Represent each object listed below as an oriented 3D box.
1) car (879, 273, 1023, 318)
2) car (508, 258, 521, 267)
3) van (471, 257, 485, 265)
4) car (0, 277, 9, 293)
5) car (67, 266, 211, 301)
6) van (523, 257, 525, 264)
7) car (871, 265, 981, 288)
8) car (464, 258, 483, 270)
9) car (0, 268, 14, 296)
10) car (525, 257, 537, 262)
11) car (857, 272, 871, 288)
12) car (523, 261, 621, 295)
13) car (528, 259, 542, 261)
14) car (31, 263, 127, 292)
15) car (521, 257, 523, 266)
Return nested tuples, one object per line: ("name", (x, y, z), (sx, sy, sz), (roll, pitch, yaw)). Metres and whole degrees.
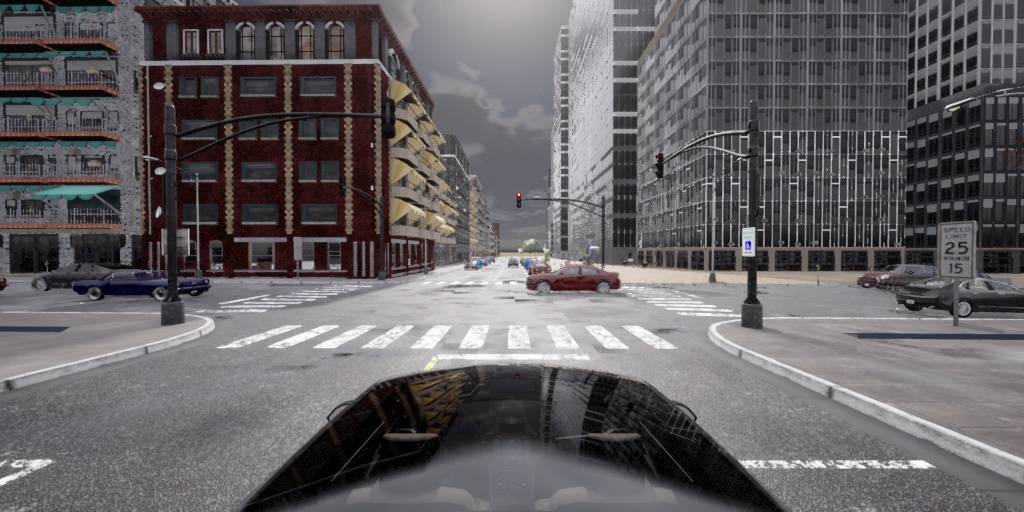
("car", (16.740, 1.445, 13.076), (4.403, 1.370, 2.007), (0, 0, 1))
("car", (0.240, 1.281, 64.056), (1.895, 1.301, 4.718), (0, 0, 0))
("van", (-5.570, 1.036, 55.984), (1.690, 1.789, 3.998), (0, 0, 0))
("car", (-22.597, 1.259, 13.704), (4.507, 1.381, 1.888), (0, 0, 1))
("car", (-16.643, 1.299, 16.316), (4.718, 1.301, 1.895), (0, 1, 1))
("van", (2.766, 1.044, 50.352), (1.690, 1.789, 3.998), (0, 0, 0))
("car", (22.818, 1.377, 18.889), (5.357, 1.411, 2.033), (0, 1, 1))
("car", (-5.582, 1.269, 50.337), (1.948, 1.339, 4.313), (0, 0, 0))
("car", (-26.522, 1.255, 16.475), (4.718, 1.301, 1.895), (0, 1, 1))
("car", (2.740, 1.159, 39.060), (1.967, 1.591, 4.097), (0, 0, 0))
("car", (23.418, 1.230, 21.608), (4.097, 1.591, 1.967), (0, 0, 1))
("car", (3.254, 1.218, 19.216), (5.008, 1.535, 1.882), (0, 0, 1))
("car", (2.728, 1.271, 33.414), (1.888, 1.381, 4.507), (0, 0, 0))
("car", (-23.102, 1.124, 19.619), (4.892, 1.490, 1.837), (0, 1, 1))
("car", (2.778, 1.240, 55.998), (1.888, 1.381, 4.507), (0, 0, 0))
